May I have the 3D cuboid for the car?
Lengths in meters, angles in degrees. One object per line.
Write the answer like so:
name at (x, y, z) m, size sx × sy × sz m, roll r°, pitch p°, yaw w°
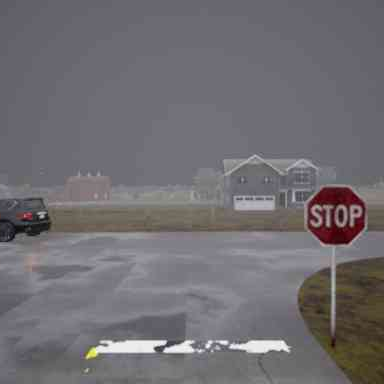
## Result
car at (-9.680, 1.252, 16.093) m, size 5.566 × 2.045 × 2.150 m, roll 0°, pitch 0°, yaw 11°
